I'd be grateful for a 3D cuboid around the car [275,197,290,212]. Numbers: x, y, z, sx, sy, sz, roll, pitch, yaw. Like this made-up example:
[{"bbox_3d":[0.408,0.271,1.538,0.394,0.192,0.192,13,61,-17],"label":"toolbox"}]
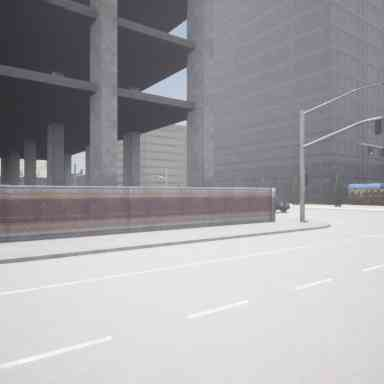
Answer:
[{"bbox_3d":[8.263,1.221,37.344,2.150,2.045,5.566,0,0,-36],"label":"car"}]
